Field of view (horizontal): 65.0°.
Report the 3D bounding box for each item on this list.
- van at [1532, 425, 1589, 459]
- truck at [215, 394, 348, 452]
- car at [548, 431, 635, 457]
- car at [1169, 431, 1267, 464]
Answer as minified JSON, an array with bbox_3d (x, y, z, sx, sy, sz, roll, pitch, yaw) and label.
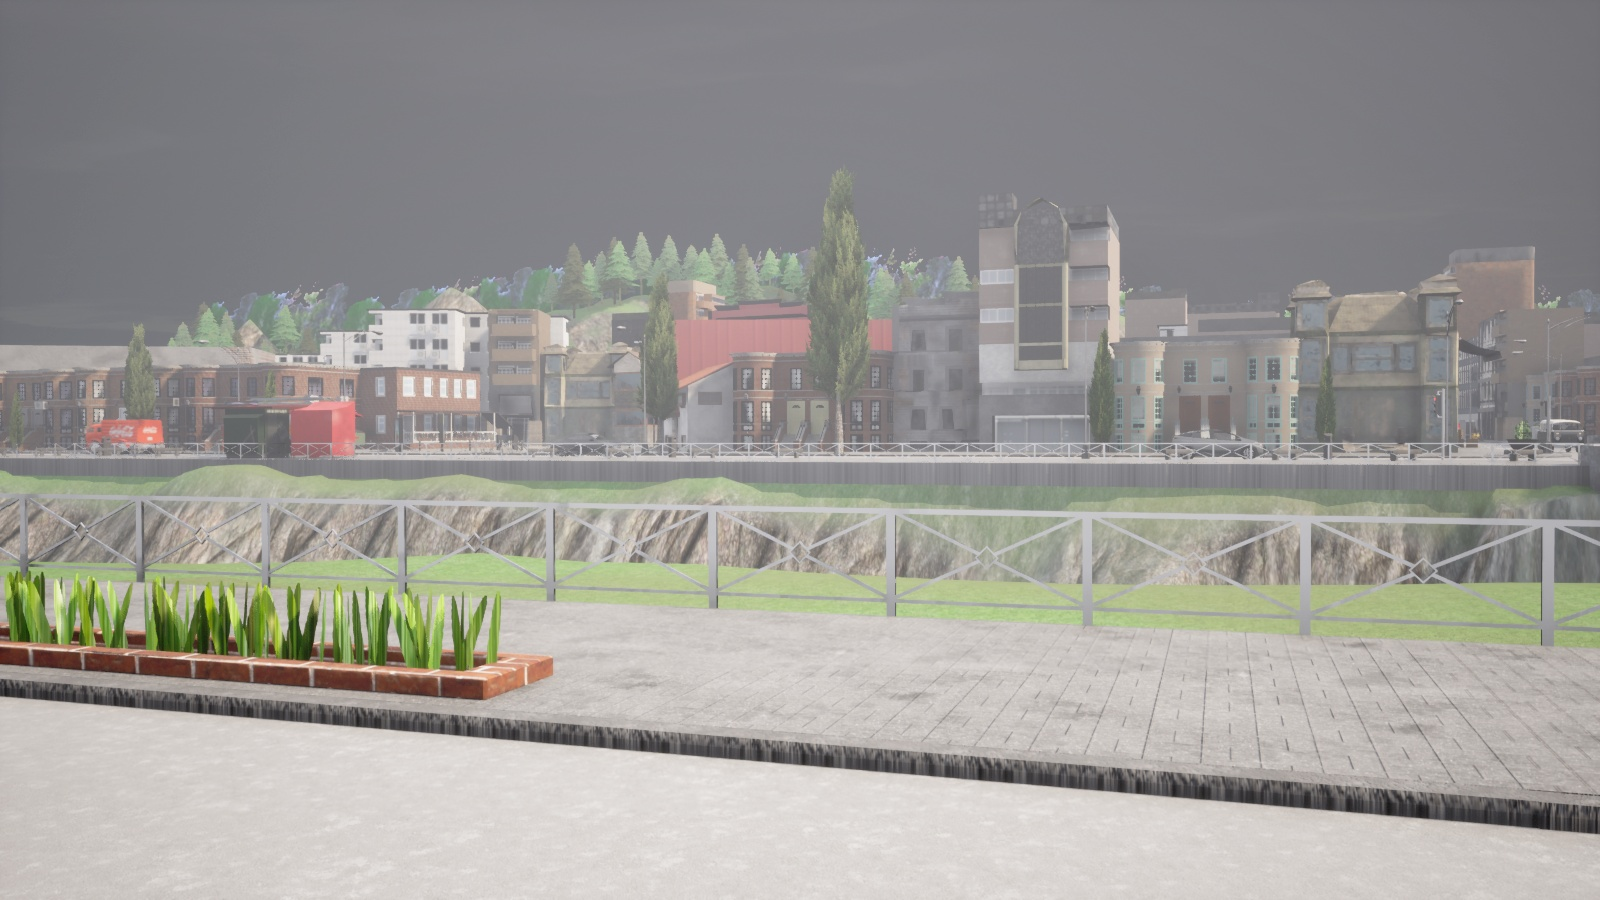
[{"bbox_3d":[46.871,-0.514,77.460,2.069,2.038,4.480,1,1,19],"label":"van"},{"bbox_3d":[-34.981,-1.827,84.777,8.468,3.827,2.891,1,1,19],"label":"truck"},{"bbox_3d":[-12.099,-0.360,72.890,4.674,1.442,1.812,1,1,19],"label":"car"},{"bbox_3d":[20.593,-0.141,61.907,4.514,1.525,2.007,1,1,19],"label":"car"}]
